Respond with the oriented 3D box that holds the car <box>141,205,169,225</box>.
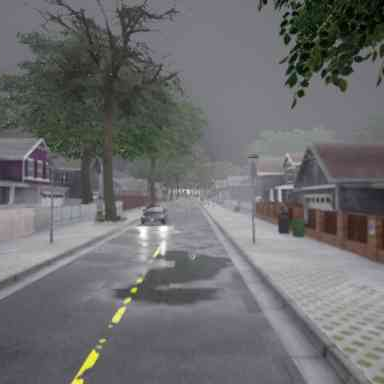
[{"bbox_3d":[-2.863,1.760,26.328,1.812,1.442,4.674,0,0,0],"label":"car"}]
